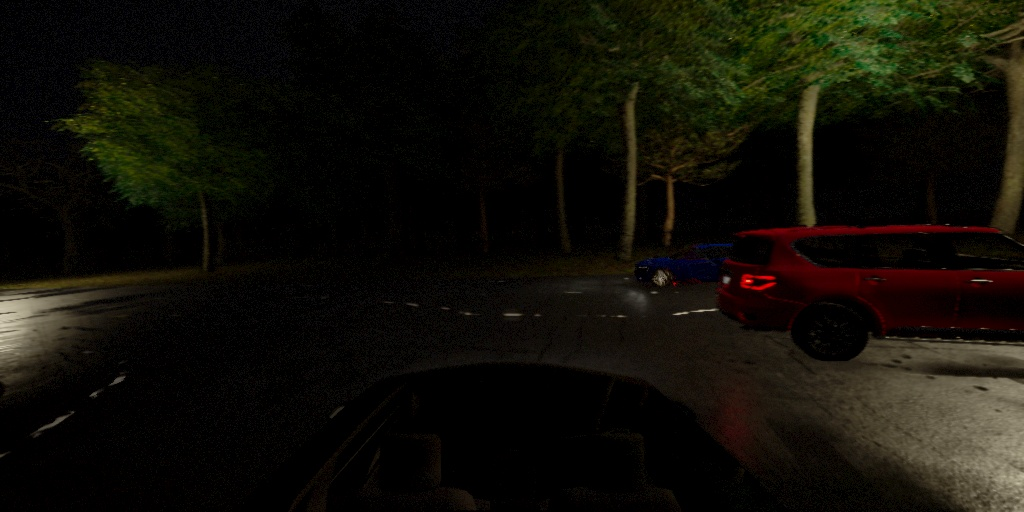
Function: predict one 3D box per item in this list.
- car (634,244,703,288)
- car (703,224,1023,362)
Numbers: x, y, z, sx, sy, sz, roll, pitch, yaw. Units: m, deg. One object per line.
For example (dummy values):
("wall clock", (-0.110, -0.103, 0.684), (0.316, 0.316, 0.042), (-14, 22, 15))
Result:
("car", (7.076, 0.287, 13.083), (5.008, 1.535, 1.882), (-2, 4, 16))
("car", (6.563, 0.479, 5.953), (5.566, 2.045, 2.150), (-1, 4, 16))
